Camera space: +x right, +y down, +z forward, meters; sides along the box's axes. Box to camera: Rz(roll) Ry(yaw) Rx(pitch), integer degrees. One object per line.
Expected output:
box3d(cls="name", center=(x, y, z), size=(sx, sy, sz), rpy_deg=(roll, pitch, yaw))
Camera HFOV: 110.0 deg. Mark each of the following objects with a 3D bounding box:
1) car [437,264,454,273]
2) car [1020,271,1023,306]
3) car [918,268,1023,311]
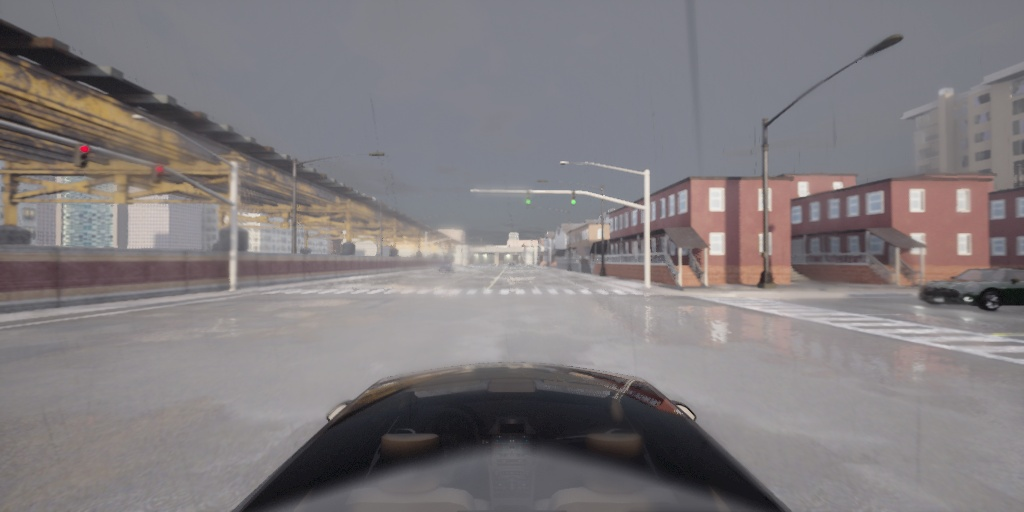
box3d(cls="car", center=(-10.508, 1.994, 56.993), size=(1.812, 1.442, 4.674), rpy_deg=(0, 1, 0))
box3d(cls="car", center=(20.221, 1.361, 11.399), size=(4.902, 1.511, 2.128), rpy_deg=(0, -1, 0))
box3d(cls="car", center=(19.977, 1.264, 14.899), size=(4.553, 1.767, 2.097), rpy_deg=(0, -1, 0))
